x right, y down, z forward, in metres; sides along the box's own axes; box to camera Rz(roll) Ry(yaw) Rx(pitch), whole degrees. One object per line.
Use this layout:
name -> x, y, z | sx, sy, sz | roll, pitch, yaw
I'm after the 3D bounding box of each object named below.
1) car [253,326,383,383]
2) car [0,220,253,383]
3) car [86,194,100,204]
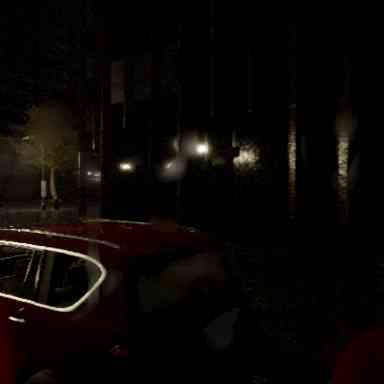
car -> 2.965, 1.311, 0.944 | 5.009, 1.841, 2.192 | 0, 1, 34
car -> -1.709, 1.286, 4.095 | 5.009, 1.841, 2.192 | 0, 1, 34
car -> -15.423, 1.071, 52.677 | 1.837, 1.490, 4.892 | 1, 0, 34
